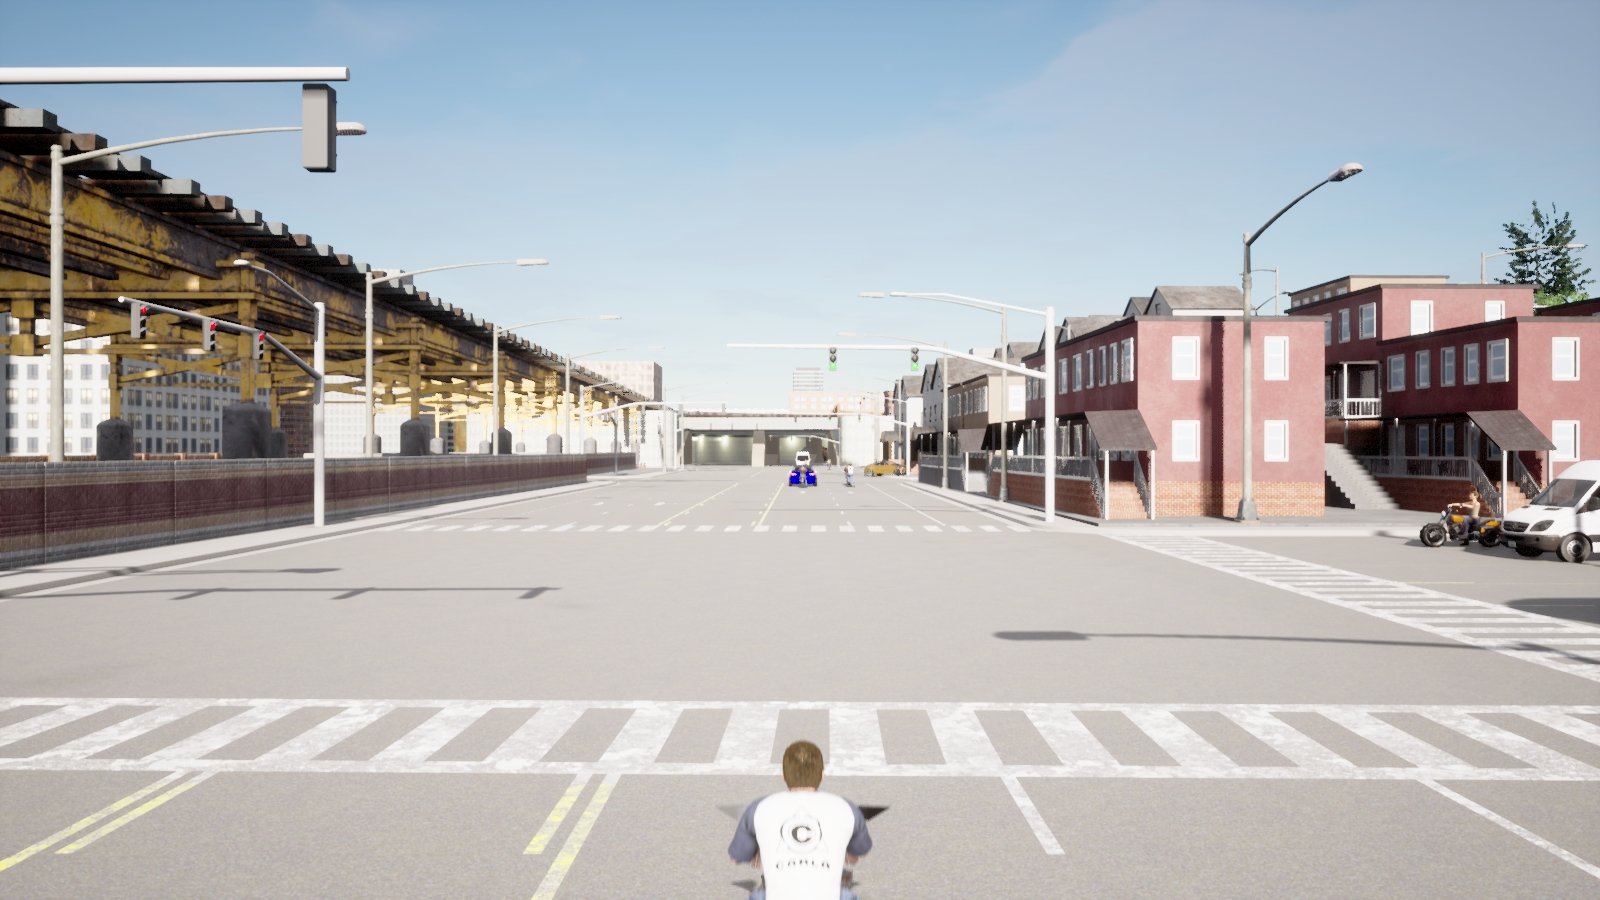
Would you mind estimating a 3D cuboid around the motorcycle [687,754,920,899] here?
[{"bbox_3d":[0.013,2.172,4.888,0.803,1.224,2.033,0,-1,0],"label":"motorcycle"}]

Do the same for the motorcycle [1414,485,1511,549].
[{"bbox_3d":[18.969,1.906,32.744,2.356,1.802,0.764,0,0,0],"label":"motorcycle"}]

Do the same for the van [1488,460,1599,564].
[{"bbox_3d":[21.151,1.534,29.236,5.915,2.561,1.988,0,0,0],"label":"van"}]
